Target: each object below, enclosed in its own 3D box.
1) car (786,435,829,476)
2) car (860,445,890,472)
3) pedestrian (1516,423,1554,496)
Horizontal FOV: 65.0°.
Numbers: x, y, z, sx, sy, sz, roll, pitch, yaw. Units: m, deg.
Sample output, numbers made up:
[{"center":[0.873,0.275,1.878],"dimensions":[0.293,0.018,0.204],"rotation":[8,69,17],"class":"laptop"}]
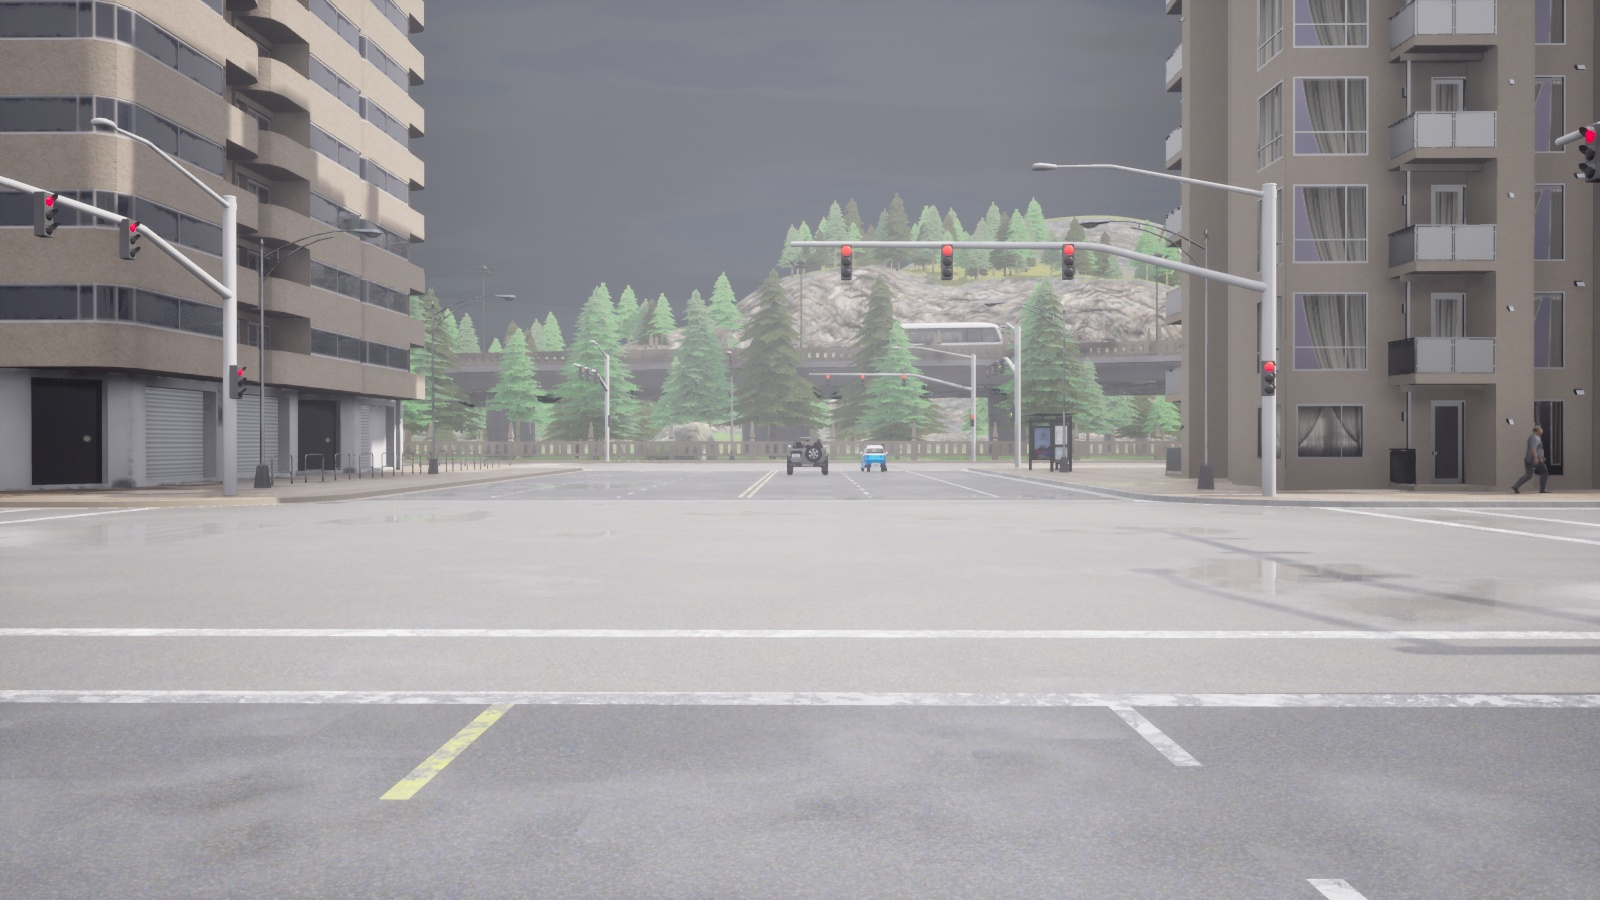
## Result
[{"center":[0.350,0.229,59.258],"dimensions":[1.932,1.855,4.605],"rotation":[0,0,0],"class":"car"},{"center":[3.885,0.436,65.278],"dimensions":[1.481,1.376,2.207],"rotation":[0,1,1],"class":"car"},{"center":[18.871,0.238,32.244],"dimensions":[0.694,1.848,0.540],"rotation":[0,0,7],"class":"pedestrian"}]
